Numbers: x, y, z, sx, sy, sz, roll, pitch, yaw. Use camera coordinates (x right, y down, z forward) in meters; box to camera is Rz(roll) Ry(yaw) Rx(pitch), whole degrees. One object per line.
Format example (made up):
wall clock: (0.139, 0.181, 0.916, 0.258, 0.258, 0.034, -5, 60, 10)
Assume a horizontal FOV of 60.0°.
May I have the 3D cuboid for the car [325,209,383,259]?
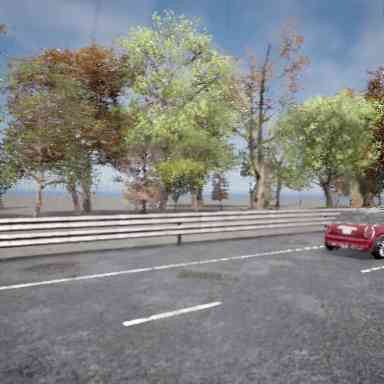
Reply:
car: (7.395, 1.462, 13.205, 4.553, 1.767, 2.097, 1, 0, -33)
